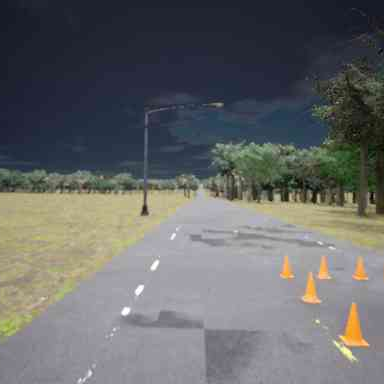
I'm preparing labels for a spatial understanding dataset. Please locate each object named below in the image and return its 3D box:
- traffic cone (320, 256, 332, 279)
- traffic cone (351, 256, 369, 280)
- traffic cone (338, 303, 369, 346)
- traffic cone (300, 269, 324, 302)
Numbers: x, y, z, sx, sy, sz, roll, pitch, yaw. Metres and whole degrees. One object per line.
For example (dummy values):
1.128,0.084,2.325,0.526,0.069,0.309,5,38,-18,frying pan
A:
3.603,2.043,9.123,0.340,0.580,0.340,1,0,1,traffic cone
4.602,2.061,9.097,0.340,0.580,0.340,1,0,1,traffic cone
2.500,2.013,5.150,0.340,0.580,0.340,1,0,1,traffic cone
2.552,2.019,7.150,0.340,0.580,0.340,1,0,1,traffic cone
